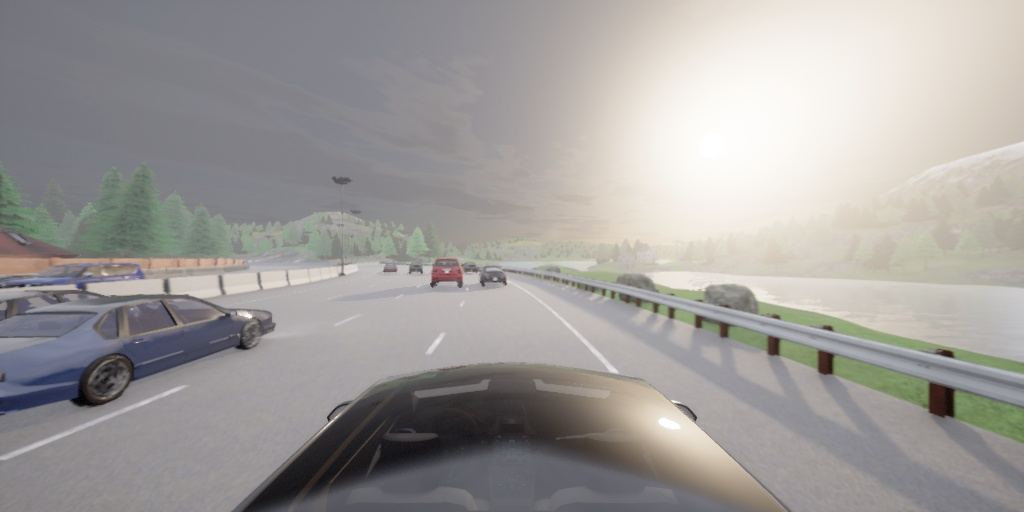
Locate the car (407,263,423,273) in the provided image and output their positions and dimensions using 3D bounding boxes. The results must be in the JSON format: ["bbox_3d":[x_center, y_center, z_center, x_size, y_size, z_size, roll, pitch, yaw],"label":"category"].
[{"bbox_3d":[-13.813,1.677,51.379,1.837,1.490,4.892,1,-1,-17],"label":"car"}]

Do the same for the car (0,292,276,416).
[{"bbox_3d":[-6.619,1.398,6.319,2.033,1.411,5.357,-1,0,-3],"label":"car"}]

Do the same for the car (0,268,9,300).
[{"bbox_3d":[-28.658,1.519,17.460,2.097,1.767,4.553,-1,0,-6],"label":"car"}]

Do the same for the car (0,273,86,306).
[{"bbox_3d":[-25.170,1.677,17.770,2.033,1.411,5.357,-1,0,-6],"label":"car"}]

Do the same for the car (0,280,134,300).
[{"bbox_3d":[-10.165,1.445,7.667,2.033,1.411,5.357,-1,0,-3],"label":"car"}]

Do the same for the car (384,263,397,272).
[{"bbox_3d":[-19.367,1.829,57.103,1.994,1.385,4.181,0,0,-20],"label":"car"}]

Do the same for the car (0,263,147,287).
[{"bbox_3d":[-21.686,1.385,18.082,2.150,2.045,5.566,-1,0,-6],"label":"car"}]

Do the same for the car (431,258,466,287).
[{"bbox_3d":[-4.767,1.159,26.557,2.150,2.045,5.566,0,0,-9],"label":"car"}]

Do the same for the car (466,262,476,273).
[{"bbox_3d":[-5.886,1.574,49.009,1.837,1.490,4.892,1,0,-16],"label":"car"}]

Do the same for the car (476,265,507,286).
[{"bbox_3d":[-1.507,1.428,27.115,1.812,1.442,4.674,0,0,-8],"label":"car"}]
